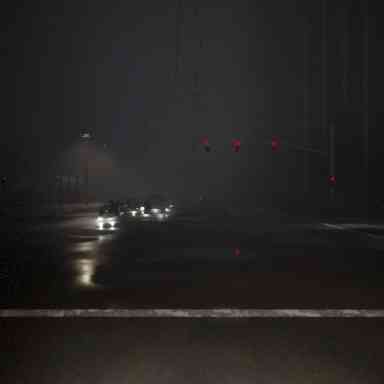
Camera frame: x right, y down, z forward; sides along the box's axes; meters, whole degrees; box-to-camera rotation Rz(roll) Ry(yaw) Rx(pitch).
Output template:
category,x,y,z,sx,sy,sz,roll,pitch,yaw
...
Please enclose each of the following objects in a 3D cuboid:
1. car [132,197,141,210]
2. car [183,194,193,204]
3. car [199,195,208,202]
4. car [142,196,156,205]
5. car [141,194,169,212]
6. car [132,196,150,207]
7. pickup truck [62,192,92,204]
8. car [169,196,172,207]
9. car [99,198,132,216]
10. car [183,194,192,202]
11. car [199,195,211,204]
category,x,y,z,sx,sy,sz,roll,pitch,yaw
car,-7.730,1.471,42.075,1.882,1.535,5.008,0,0,-1
car,-0.764,1.591,65.185,1.895,1.301,4.718,0,0,0
car,2.535,1.513,75.088,1.812,1.442,4.674,0,0,-1
car,-7.887,1.468,61.575,1.882,1.535,5.008,0,0,0
car,-4.191,1.216,38.406,2.150,2.045,5.566,0,0,-1
car,-7.822,1.484,51.623,2.128,1.511,4.902,0,0,-1
pickup truck,-20.934,1.050,59.919,2.390,2.098,6.274,0,0,30
car,-4.287,1.593,48.354,1.895,1.301,4.718,0,0,-1
car,-7.708,1.487,32.772,2.128,1.511,4.902,0,0,2
car,-0.966,1.344,75.332,2.097,1.767,4.553,0,0,-1
car,2.740,1.482,64.704,2.128,1.511,4.902,0,0,-1
